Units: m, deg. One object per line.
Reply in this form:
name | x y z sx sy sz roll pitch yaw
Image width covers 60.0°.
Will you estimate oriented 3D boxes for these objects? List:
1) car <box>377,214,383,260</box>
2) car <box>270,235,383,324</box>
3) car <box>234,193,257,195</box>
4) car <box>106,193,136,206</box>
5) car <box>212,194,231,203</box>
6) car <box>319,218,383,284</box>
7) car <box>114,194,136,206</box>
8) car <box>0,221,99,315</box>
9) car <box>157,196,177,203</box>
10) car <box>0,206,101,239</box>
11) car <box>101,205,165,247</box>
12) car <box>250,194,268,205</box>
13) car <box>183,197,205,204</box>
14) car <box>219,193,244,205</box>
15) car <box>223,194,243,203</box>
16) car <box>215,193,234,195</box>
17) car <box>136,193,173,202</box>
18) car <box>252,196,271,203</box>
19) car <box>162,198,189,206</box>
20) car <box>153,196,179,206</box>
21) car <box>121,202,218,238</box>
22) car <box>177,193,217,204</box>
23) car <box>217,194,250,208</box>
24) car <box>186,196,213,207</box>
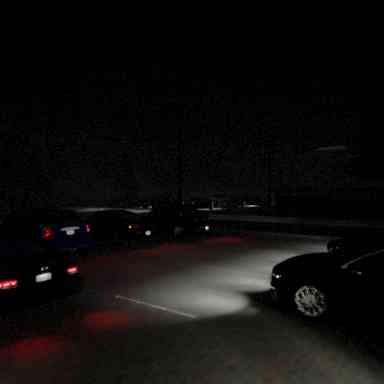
car | 9.006 1.547 10.461 5.357 1.411 2.033 0 0 36
car | 3.762 1.504 5.607 4.892 1.490 1.837 0 0 36
car | 10.222 1.224 60.327 2.150 2.045 5.566 0 0 36
car | -10.269 1.225 50.006 2.150 2.045 5.566 0 0 35
car | 6.402 1.358 72.678 2.097 1.767 4.553 0 0 37
car | 5.866 1.526 8.404 4.674 1.442 1.812 0 0 36
car | -8.085 1.494 47.044 2.128 1.511 4.902 0 0 36
car | -4.679 1.548 7.298 5.357 1.411 2.033 0 0 35
car | -1.939 1.603 43.603 1.895 1.301 4.718 0 0 36
car | -5.807 1.353 12.176 4.553 1.767 2.097 0 0 33
car | -3.736 1.527 15.092 4.674 1.442 1.812 0 0 34
car | 11.854 1.566 56.672 1.994 1.385 4.181 0 0 35
car | 0.490 1.604 64.690 1.895 1.301 4.718 0 0 36
car | 7.484 1.224 62.472 2.150 2.045 5.566 0 0 36
car | 8.668 1.358 69.923 2.097 1.767 4.553 0 0 37
car | 3.788 1.224 51.506 2.150 2.045 5.566 0 0 37
car | -4.582 1.224 45.925 2.150 2.045 5.566 0 0 35
car | 14.955 1.523 71.688 4.674 1.442 1.812 0 0 -45
car | -2.641 1.604 54.547 1.895 1.301 4.718 0 0 36
car | -4.503 1.508 57.912 1.837 1.490 4.892 0 0 36
car | -1.272 1.506 17.668 4.892 1.490 1.837 0 0 34
car | 0.644 1.354 41.202 2.097 1.767 4.553 0 0 36
car | 6.007 1.493 48.609 2.128 1.511 4.902 0 0 36
car | 1.295 1.480 54.016 1.882 1.535 5.008 0 0 36
